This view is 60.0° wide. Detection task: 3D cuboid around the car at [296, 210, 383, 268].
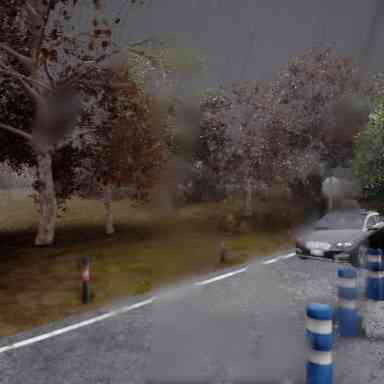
[{"bbox_3d":[5.255,1.394,11.117,4.902,1.511,2.128,-1,1,-45],"label":"car"}]
